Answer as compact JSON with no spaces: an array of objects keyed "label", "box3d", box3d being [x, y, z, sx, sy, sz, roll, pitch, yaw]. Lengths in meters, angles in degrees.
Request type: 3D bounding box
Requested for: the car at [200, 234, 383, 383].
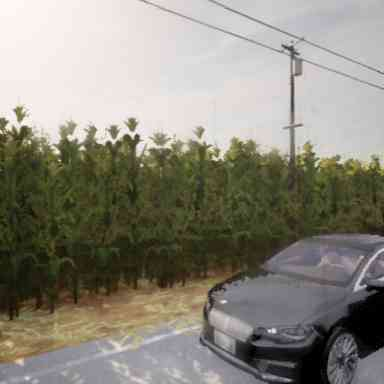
[{"label":"car","box3d":[2.375,1.481,5.308,4.902,1.511,2.128,0,0,-35]}]
